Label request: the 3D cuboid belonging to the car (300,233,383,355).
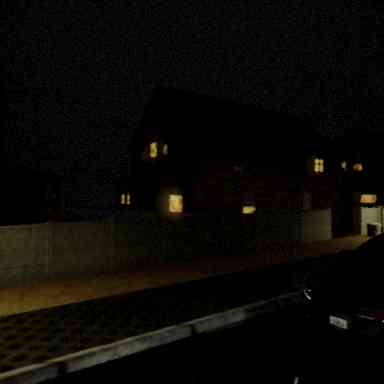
[{"bbox_3d":[3.998,1.478,5.925,5.008,1.535,1.882,0,0,-36],"label":"car"}]
